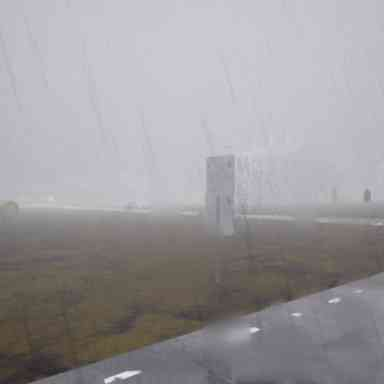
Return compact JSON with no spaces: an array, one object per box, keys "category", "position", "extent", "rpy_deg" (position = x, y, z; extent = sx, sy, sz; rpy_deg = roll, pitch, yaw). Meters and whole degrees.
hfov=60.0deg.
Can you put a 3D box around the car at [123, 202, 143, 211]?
[{"category":"car","position":[-9.963,2.423,56.176],"extent":[2.128,1.511,4.902],"rpy_deg":[1,-2,-36]}]
